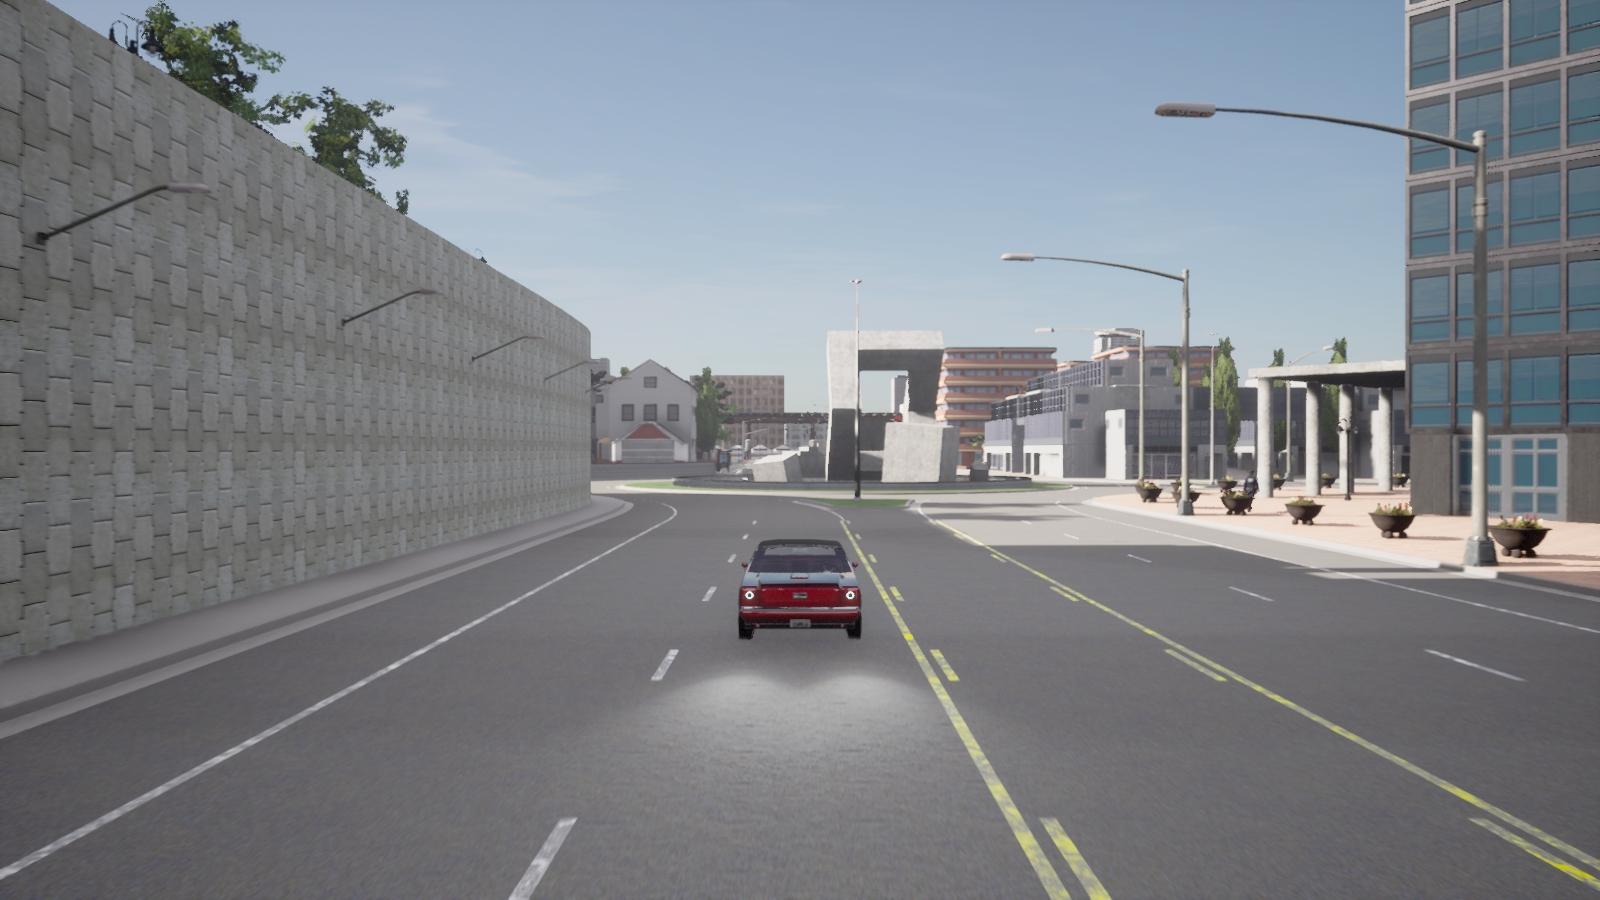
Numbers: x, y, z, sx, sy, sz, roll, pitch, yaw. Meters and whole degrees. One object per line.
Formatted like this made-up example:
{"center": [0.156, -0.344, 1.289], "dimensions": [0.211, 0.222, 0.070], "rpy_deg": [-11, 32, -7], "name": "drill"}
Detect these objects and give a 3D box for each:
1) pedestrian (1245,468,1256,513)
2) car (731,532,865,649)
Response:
{"center": [19.049, 1.701, 48.319], "dimensions": [0.375, 1.860, 0.375], "rpy_deg": [0, 0, 36], "name": "pedestrian"}
{"center": [-0.033, 2.155, 18.495], "dimensions": [1.895, 1.301, 4.718], "rpy_deg": [0, 0, 0], "name": "car"}
